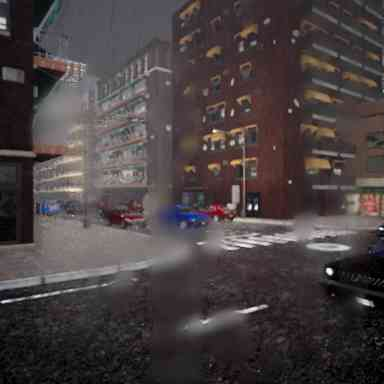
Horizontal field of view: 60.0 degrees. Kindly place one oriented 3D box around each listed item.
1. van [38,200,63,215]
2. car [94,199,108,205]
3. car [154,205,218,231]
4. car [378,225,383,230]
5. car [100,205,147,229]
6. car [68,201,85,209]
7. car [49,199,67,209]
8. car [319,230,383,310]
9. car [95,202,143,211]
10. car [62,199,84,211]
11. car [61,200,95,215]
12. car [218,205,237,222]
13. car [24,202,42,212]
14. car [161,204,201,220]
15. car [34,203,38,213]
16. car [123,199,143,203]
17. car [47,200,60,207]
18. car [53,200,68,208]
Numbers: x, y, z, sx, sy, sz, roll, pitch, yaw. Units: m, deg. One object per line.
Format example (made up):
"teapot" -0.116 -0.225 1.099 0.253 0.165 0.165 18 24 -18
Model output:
"van" -17.934 1.922 42.226 1.690 1.788 3.998 -1 0 -36
"car" -14.468 1.978 51.680 2.192 1.841 5.009 -1 0 -36
"car" -0.737 1.717 22.817 1.882 1.535 5.008 0 -1 -36
"car" 10.398 1.673 15.103 4.718 1.301 1.895 0 -1 -35
"car" -4.846 1.865 24.118 1.802 1.307 4.206 -1 0 -36
"car" -21.097 2.398 60.860 1.802 1.307 4.206 -1 0 -36
"car" -25.013 2.209 61.876 2.097 1.767 4.553 0 -1 -36
"car" 4.837 1.639 7.147 4.718 1.301 1.895 0 -1 -36
"car" -6.924 1.927 31.374 2.033 1.411 5.357 0 -1 -36
"car" -19.343 2.077 54.022 2.097 1.767 4.553 0 -1 -36
"car" -14.355 2.097 41.693 2.033 1.411 5.357 0 -1 -35
"car" 1.920 1.834 29.005 1.887 1.381 4.507 -1 0 -36
"car" -24.566 2.316 51.403 1.802 1.307 4.206 -1 0 -36
"car" -1.196 1.926 33.318 1.947 1.339 4.313 -1 0 -36
"car" -21.247 2.239 46.815 1.802 1.307 4.206 -1 0 -36
"car" -7.834 1.826 42.499 2.192 1.841 5.009 -1 0 -36
"car" -31.149 2.575 74.768 1.752 1.417 4.829 -1 0 -36
"car" -27.734 2.410 70.041 1.967 1.590 4.097 -1 0 -36
